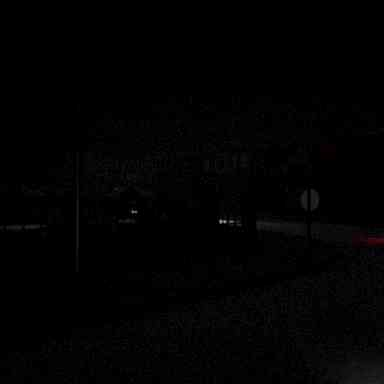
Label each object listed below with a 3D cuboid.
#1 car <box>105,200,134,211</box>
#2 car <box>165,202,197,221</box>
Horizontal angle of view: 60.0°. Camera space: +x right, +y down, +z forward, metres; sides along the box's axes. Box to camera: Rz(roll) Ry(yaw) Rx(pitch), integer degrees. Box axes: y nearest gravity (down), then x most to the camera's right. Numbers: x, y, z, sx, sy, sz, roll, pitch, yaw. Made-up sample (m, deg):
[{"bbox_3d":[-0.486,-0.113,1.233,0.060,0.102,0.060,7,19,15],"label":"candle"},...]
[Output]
[{"bbox_3d":[-9.102,1.526,40.360,1.812,1.442,4.674,0,0,-35],"label":"car"},{"bbox_3d":[-0.258,1.548,27.930,2.033,1.411,5.357,0,0,-35],"label":"car"}]
